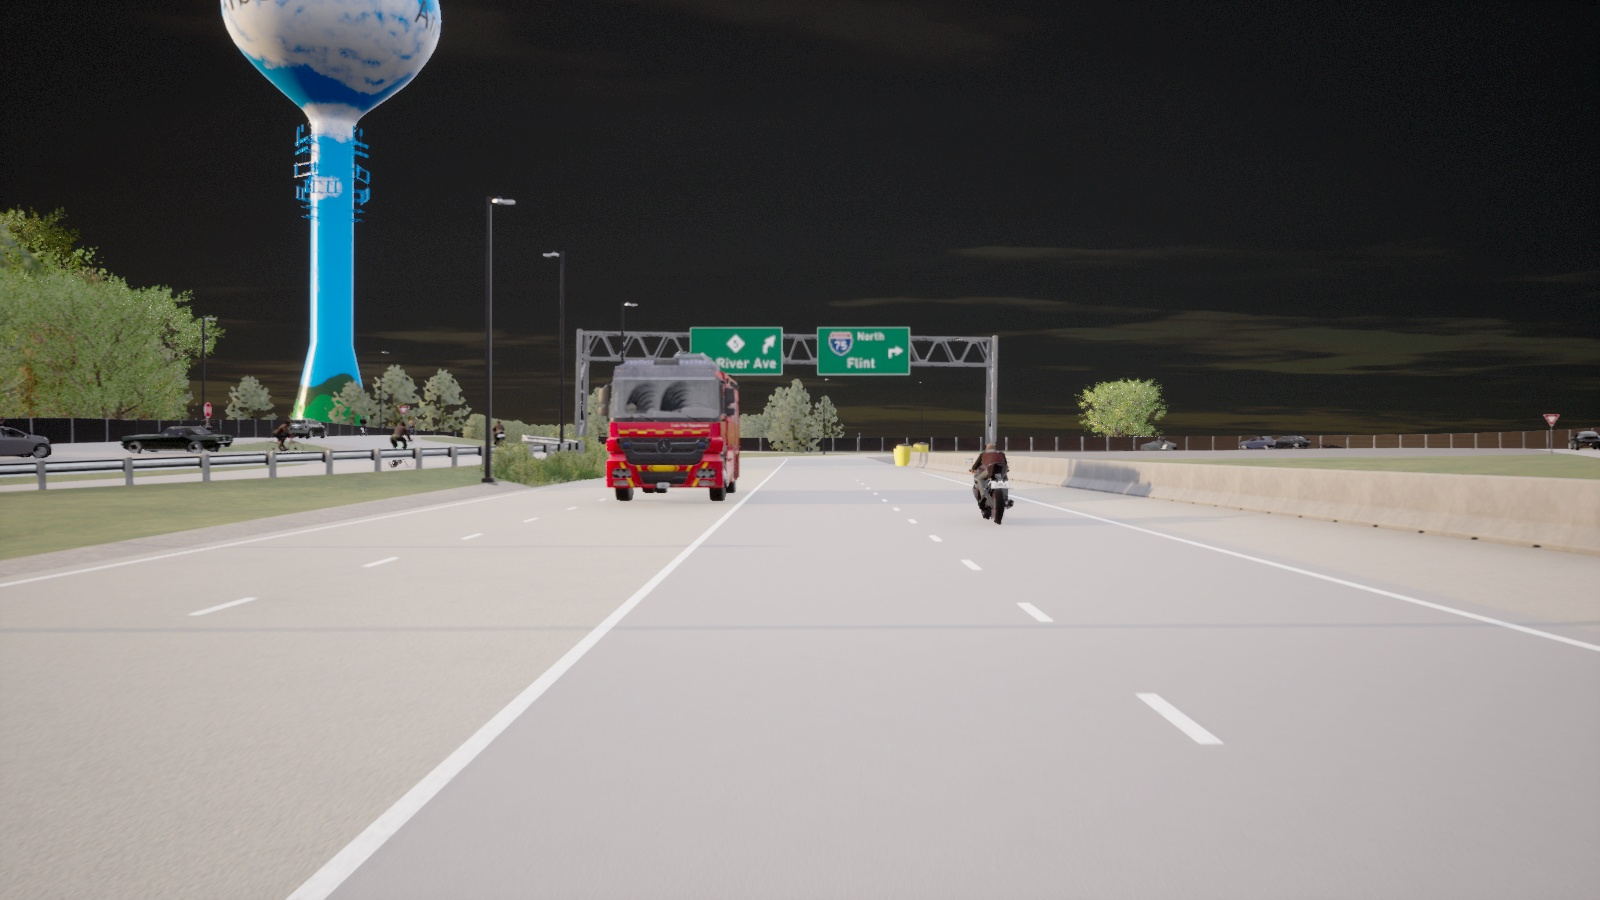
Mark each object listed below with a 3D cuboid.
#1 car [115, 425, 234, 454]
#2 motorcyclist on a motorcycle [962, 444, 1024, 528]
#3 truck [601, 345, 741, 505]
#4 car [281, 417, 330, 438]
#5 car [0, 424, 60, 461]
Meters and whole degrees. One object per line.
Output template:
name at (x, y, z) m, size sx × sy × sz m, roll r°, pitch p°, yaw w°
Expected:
car at (-29.886, -0.525, 60.070) m, size 4.718 × 1.301 × 1.895 m, roll 0°, pitch 3°, yaw 2°
motorcyclist on a motorcycle at (3.653, 0.652, 23.945) m, size 0.866 × 1.530 × 2.191 m, roll 0°, pitch 0°, yaw 0°
truck at (-3.286, -0.617, 34.318) m, size 2.891 × 3.827 × 8.468 m, roll 0°, pitch 0°, yaw 0°
car at (-35.747, -1.656, 90.908) m, size 1.970 × 1.475 × 3.806 m, roll 1°, pitch 1°, yaw 1°
car at (-34.677, -0.335, 54.819) m, size 1.845 × 1.501 × 3.633 m, roll 2°, pitch 4°, yaw 35°
